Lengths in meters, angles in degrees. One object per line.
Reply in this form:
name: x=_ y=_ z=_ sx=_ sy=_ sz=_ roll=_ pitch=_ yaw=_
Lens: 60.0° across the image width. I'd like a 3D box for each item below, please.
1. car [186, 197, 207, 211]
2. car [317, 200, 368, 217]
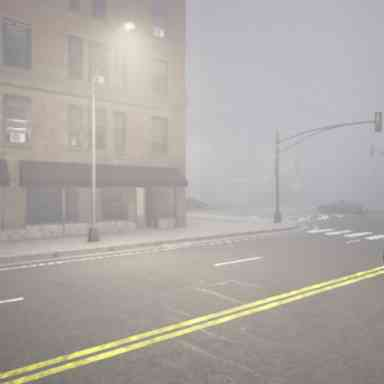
car: x=-0.384 y=1.369 z=39.470 sx=1.837 sy=1.490 sz=4.892 roll=0 pitch=0 yaw=-45
car: x=13.488 y=1.407 z=29.930 sx=1.994 sy=1.385 sz=4.181 roll=0 pitch=0 yaw=-36
